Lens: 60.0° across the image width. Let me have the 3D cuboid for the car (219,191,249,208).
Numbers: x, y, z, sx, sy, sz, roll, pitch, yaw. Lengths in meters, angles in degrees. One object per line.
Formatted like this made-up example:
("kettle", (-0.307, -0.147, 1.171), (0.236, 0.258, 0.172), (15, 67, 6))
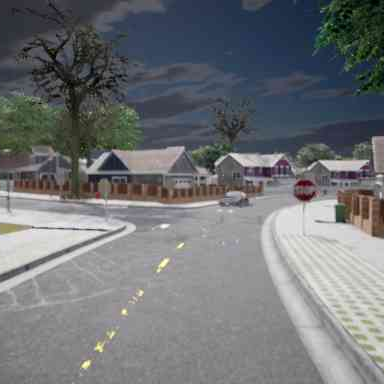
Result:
("car", (3.904, 0.616, 30.325), (1.812, 1.442, 4.674), (1, 3, 24))

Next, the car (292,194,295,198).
("car", (16.756, 0.103, 49.762), (1.882, 1.535, 5.008), (2, 4, 41))

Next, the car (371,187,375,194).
("car", (36.234, -0.277, 64.904), (4.553, 1.767, 2.097), (0, 2, -30))
